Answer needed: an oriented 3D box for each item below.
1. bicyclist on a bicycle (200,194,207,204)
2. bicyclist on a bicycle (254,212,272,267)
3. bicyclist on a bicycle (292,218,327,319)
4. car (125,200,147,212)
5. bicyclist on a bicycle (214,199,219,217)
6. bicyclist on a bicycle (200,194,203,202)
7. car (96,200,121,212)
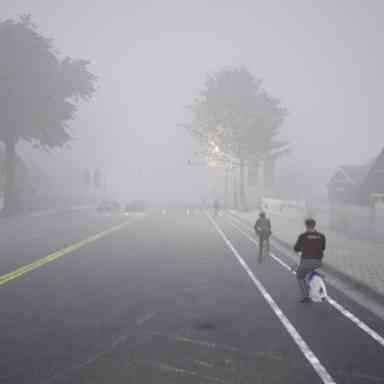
[{"bbox_3d":[2.281,1.510,59.148,0.866,1.612,1.509,0,0,0],"label":"bicyclist on a bicycle"},{"bbox_3d":[2.252,1.469,10.508,0.582,1.620,1.656,0,0,0],"label":"bicyclist on a bicycle"},{"bbox_3d":[2.251,1.381,6.521,0.659,1.776,1.843,0,0,0],"label":"bicyclist on a bicycle"},{"bbox_3d":[-6.493,1.623,39.016,1.994,1.385,4.181,0,0,0],"label":"car"},{"bbox_3d":[2.257,1.499,30.500,0.582,1.620,1.656,0,0,0],"label":"bicyclist on a bicycle"},{"bbox_3d":[2.266,1.447,82.189,0.659,1.776,1.843,0,0,0],"label":"bicyclist on a bicycle"},{"bbox_3d":[-9.741,1.658,39.358,2.033,1.411,5.357,0,0,0],"label":"car"}]
